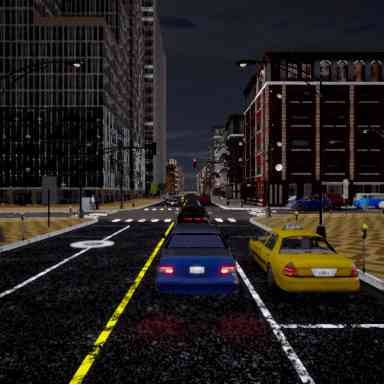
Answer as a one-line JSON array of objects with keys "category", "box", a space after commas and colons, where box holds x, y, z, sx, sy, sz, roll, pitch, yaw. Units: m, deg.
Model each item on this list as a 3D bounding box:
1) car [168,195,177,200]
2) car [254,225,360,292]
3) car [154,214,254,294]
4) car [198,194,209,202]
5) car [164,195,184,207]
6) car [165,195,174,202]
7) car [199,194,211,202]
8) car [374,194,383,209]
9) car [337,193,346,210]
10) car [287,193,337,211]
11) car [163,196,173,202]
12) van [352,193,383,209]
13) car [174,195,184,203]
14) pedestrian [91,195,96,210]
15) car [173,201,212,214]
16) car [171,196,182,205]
[{"category": "car", "box": [-5.305, 1.558, 91.376, 2.008, 1.369, 4.403, 0, 0, 0]}, {"category": "car", "box": [2.565, 1.525, 8.764, 1.752, 1.417, 4.829, 0, 0, 0]}, {"category": "car", "box": [0.098, 1.547, 8.913, 2.033, 1.411, 5.357, 0, 0, 0]}, {"category": "car", "box": [2.573, 1.320, 74.597, 2.192, 1.841, 5.009, 0, 0, 0]}, {"category": "car", "box": [-2.837, 1.494, 51.254, 2.128, 1.511, 4.902, 0, 0, 0]}, {"category": "car", "box": [-5.307, 1.550, 80.190, 1.887, 1.381, 4.507, 0, 0, 0]}, {"category": "car", "box": [2.571, 1.318, 63.411, 2.192, 1.841, 5.009, 0, 0, 0]}, {"category": "car", "box": [23.088, 1.214, 36.583, 4.674, 1.442, 1.812, -1, 0, 0]}, {"category": "car", "box": [15.318, 1.095, 38.953, 5.009, 1.841, 2.192, -1, 1, -1]}, {"category": "car", "box": [12.830, 1.168, 36.425, 4.553, 1.767, 2.097, -1, 0, -2]}, {"category": "car", "box": [-5.307, 1.556, 74.597, 2.008, 1.369, 4.403, 0, 0, 0]}, {"category": "van", "box": [20.974, 1.050, 39.012, 3.998, 1.788, 1.690, -1, 1, -1]}, {"category": "car", "box": [-2.741, 1.482, 71.367, 1.882, 1.535, 5.008, 0, 0, 0]}, {"category": "pedestrian", "box": [-12.343, 1.270, 41.603, 0.375, 1.860, 0.375, 0, 1, -1]}, {"category": "car", "box": [0.086, 1.505, 18.654, 1.837, 1.490, 4.892, 0, 0, 0]}, {"category": "car", "box": [-2.810, 1.529, 60.881, 1.812, 1.442, 4.674, 0, 0, 0]}]
